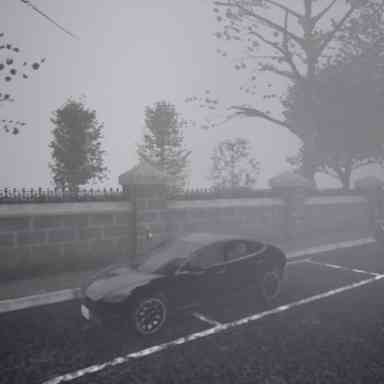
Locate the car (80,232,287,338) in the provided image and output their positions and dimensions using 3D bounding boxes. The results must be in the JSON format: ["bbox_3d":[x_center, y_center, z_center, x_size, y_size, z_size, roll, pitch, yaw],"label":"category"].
[{"bbox_3d":[0.062,1.538,6.603,4.313,1.339,1.947,-1,0,-35],"label":"car"}]

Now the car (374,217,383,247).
[{"bbox_3d":[9.231,1.208,13.135,5.009,1.841,2.192,0,0,-35],"label":"car"}]
